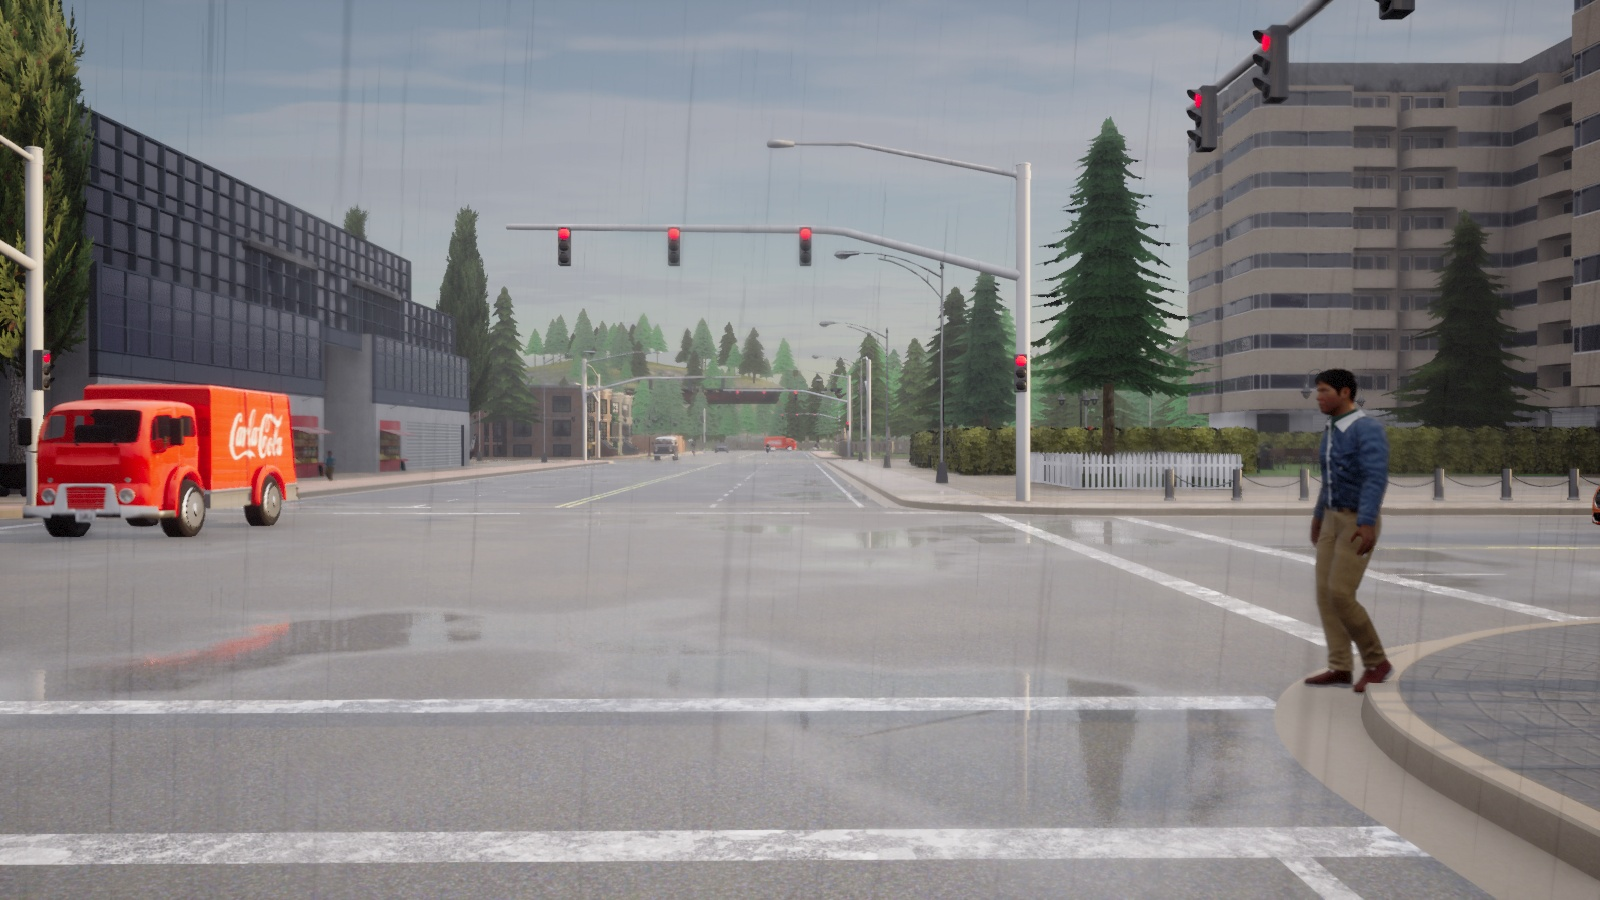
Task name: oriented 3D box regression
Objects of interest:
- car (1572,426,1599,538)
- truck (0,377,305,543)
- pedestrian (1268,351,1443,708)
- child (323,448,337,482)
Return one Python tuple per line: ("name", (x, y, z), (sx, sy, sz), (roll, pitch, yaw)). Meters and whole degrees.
("car", (14.889, 0.507, 19.479), (4.553, 1.767, 2.097), (0, 0, 0))
("truck", (-10.684, 0.131, 21.225), (2.627, 2.467, 5.204), (0, 0, -1))
("pedestrian", (3.127, 0.435, 7.097), (0.788, 1.949, 0.423), (0, 0, -5))
("child", (-16.388, 0.525, 43.772), (0.343, 1.192, 0.448), (0, 0, -3))
